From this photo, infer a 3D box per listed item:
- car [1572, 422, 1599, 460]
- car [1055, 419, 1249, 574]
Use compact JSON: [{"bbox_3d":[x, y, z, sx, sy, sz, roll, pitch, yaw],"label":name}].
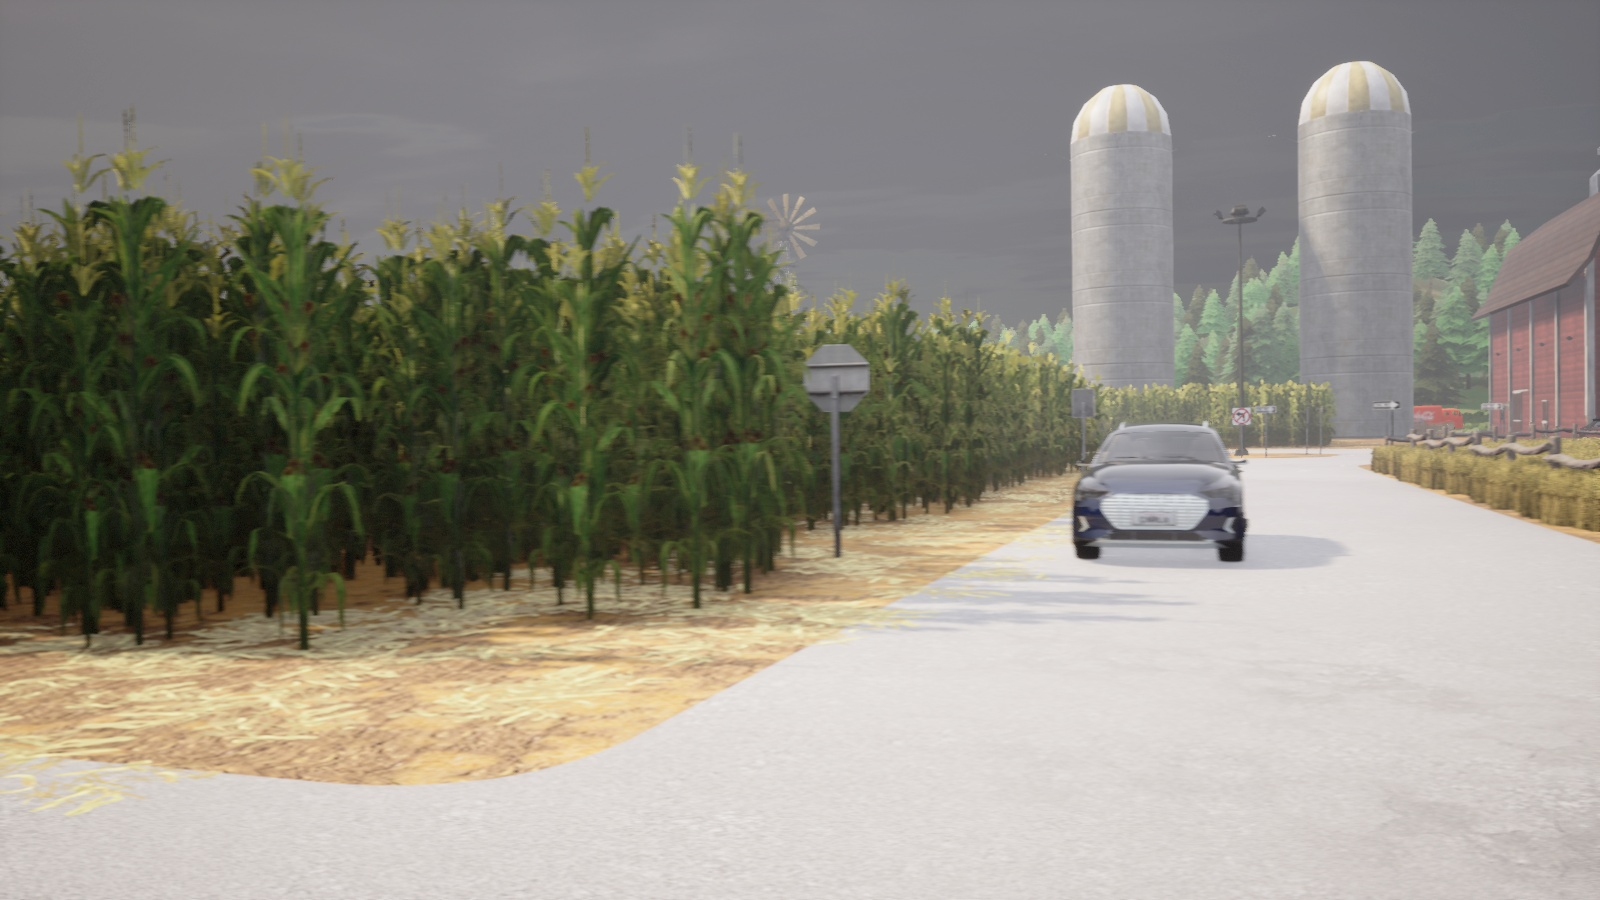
[{"bbox_3d":[36.594,-0.423,54.472,4.856,1.649,2.033,0,1,10],"label":"car"},{"bbox_3d":[4.589,0.468,15.978,2.033,1.649,4.856,0,1,19],"label":"car"}]
